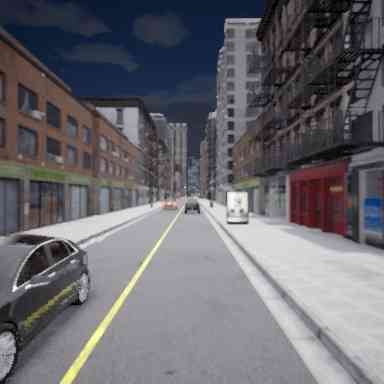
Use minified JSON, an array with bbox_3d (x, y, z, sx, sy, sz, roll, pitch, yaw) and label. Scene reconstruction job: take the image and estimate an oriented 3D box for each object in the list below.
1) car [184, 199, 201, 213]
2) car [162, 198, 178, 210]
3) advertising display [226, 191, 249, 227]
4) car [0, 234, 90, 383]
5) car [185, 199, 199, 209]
[{"bbox_3d":[0.059,1.744,40.262,1.837,1.490,4.892,0,-1,1],"label":"car"},{"bbox_3d":[-3.085,1.639,47.157,2.097,1.767,4.553,0,0,0],"label":"car"},{"bbox_3d":[3.127,1.154,22.914,1.540,2.440,0.280,0,-1,0],"label":"advertising display"},{"bbox_3d":[-3.101,1.533,5.350,1.837,1.490,4.892,0,0,0],"label":"car"},{"bbox_3d":[0.025,1.815,52.381,2.128,1.511,4.902,0,0,1],"label":"car"}]
